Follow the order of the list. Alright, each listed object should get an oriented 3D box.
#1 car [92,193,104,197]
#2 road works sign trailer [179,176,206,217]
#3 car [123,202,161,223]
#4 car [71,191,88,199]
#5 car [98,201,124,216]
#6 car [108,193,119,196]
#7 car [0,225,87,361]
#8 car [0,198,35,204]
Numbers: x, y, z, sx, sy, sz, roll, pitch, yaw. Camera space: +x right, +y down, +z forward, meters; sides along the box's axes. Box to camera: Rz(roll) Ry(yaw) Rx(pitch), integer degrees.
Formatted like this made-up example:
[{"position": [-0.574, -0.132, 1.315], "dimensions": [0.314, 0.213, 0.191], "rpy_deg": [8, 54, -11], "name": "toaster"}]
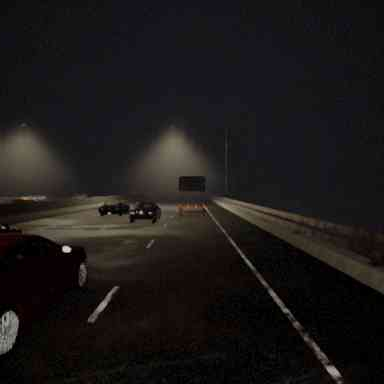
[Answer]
[{"position": [-20.957, 1.083, 74.550], "dimensions": [1.837, 1.490, 4.892], "rpy_deg": [0, 0, 0], "name": "car"}, {"position": [0.017, 0.332, 29.754], "dimensions": [2.380, 3.560, 2.880], "rpy_deg": [0, 0, 0], "name": "road works sign trailer"}, {"position": [-3.387, 1.438, 24.721], "dimensions": [2.033, 1.411, 5.357], "rpy_deg": [0, 0, 0], "name": "car"}, {"position": [-24.459, 0.843, 72.296], "dimensions": [2.150, 2.045, 5.566], "rpy_deg": [0, 0, 0], "name": "car"}, {"position": [-6.883, 1.468, 29.988], "dimensions": [1.895, 1.301, 4.718], "rpy_deg": [0, 0, 0], "name": "car"}, {"position": [-17.457, 1.083, 74.547], "dimensions": [1.837, 1.490, 4.892], "rpy_deg": [0, 0, 0], "name": "car"}, {"position": [-3.397, 1.453, 5.872], "dimensions": [1.882, 1.535, 5.008], "rpy_deg": [0, 0, 0], "name": "car"}, {"position": [-17.574, 1.325, 34.145], "dimensions": [1.882, 1.535, 5.008], "rpy_deg": [0, 0, 0], "name": "car"}]
